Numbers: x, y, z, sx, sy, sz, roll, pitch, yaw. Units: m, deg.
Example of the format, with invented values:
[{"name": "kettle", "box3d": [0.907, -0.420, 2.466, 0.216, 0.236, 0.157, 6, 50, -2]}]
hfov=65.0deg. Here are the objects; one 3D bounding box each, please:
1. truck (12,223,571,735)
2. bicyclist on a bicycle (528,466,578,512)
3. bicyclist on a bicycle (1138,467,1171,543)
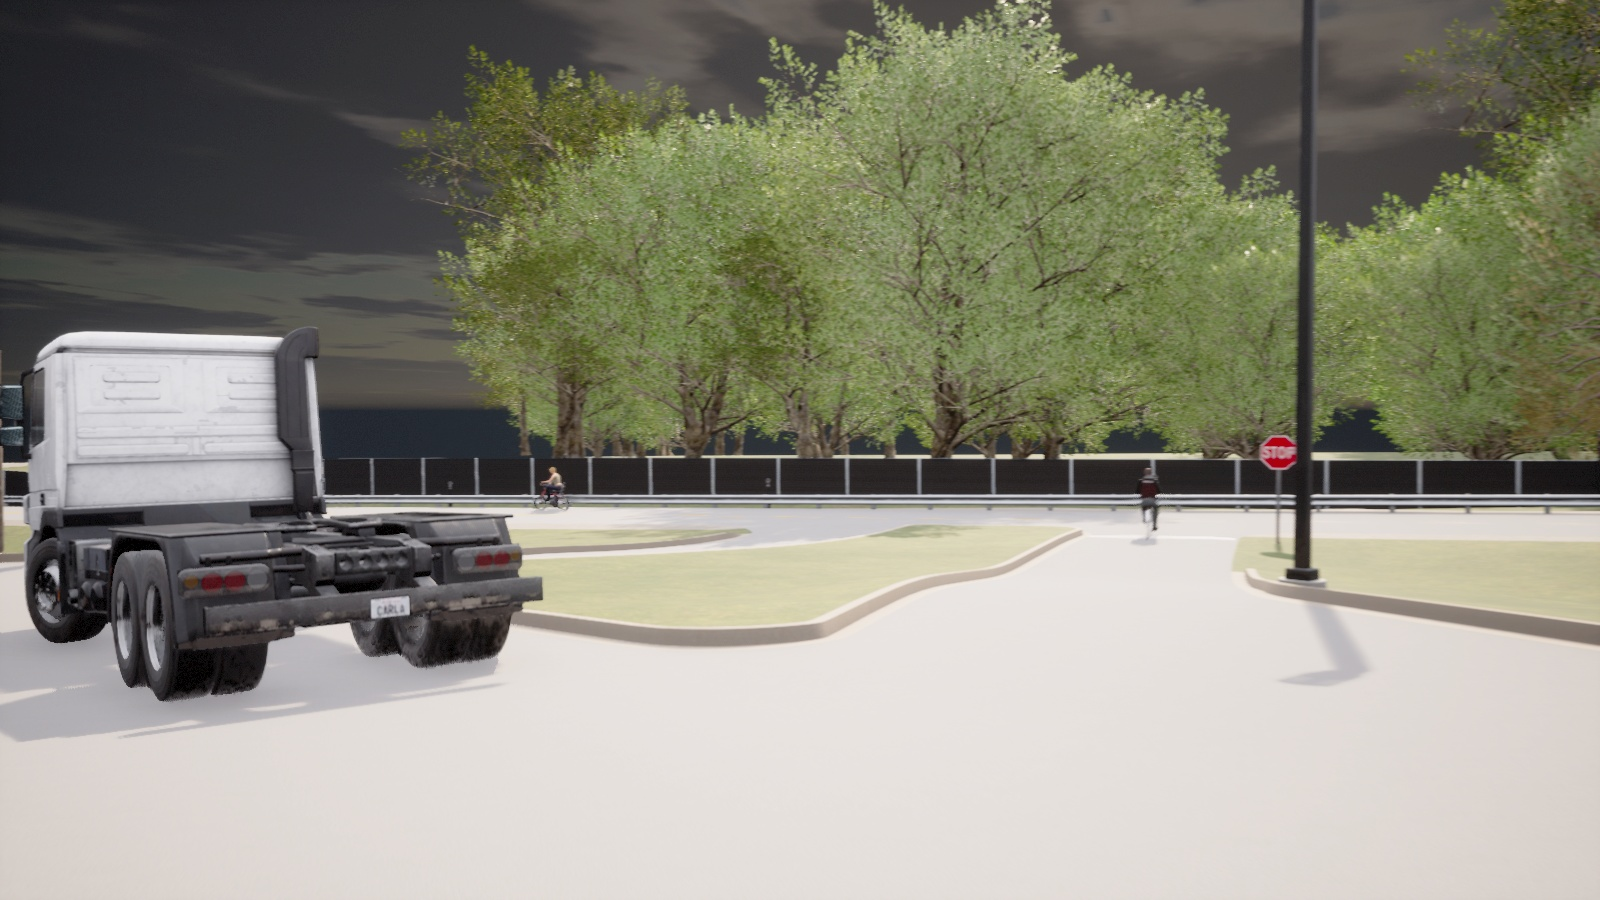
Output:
[{"name": "truck", "box3d": [-5.546, 0.264, 12.488, 2.891, 3.462, 7.936, -2, 0, -39]}, {"name": "bicyclist on a bicycle", "box3d": [-9.023, 1.415, 45.887, 1.509, 1.612, 0.866, -1, 2, 22]}, {"name": "bicyclist on a bicycle", "box3d": [8.827, 1.337, 31.233, 0.659, 1.776, 1.843, -1, 1, 20]}]
